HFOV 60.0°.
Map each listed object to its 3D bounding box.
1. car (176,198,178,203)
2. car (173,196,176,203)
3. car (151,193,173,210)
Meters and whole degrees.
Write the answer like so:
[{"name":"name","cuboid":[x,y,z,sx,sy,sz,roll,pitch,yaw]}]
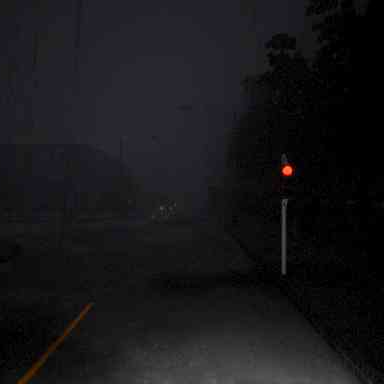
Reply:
[{"name":"car","cuboid":[-3.971,1.526,67.200,1.812,1.442,4.674,0,0,1]},{"name":"car","cuboid":[-4.048,1.505,53.847,1.837,1.490,4.892,0,0,0]},{"name":"car","cuboid":[-4.065,1.221,43.928,2.150,2.045,5.566,0,0,0]}]
